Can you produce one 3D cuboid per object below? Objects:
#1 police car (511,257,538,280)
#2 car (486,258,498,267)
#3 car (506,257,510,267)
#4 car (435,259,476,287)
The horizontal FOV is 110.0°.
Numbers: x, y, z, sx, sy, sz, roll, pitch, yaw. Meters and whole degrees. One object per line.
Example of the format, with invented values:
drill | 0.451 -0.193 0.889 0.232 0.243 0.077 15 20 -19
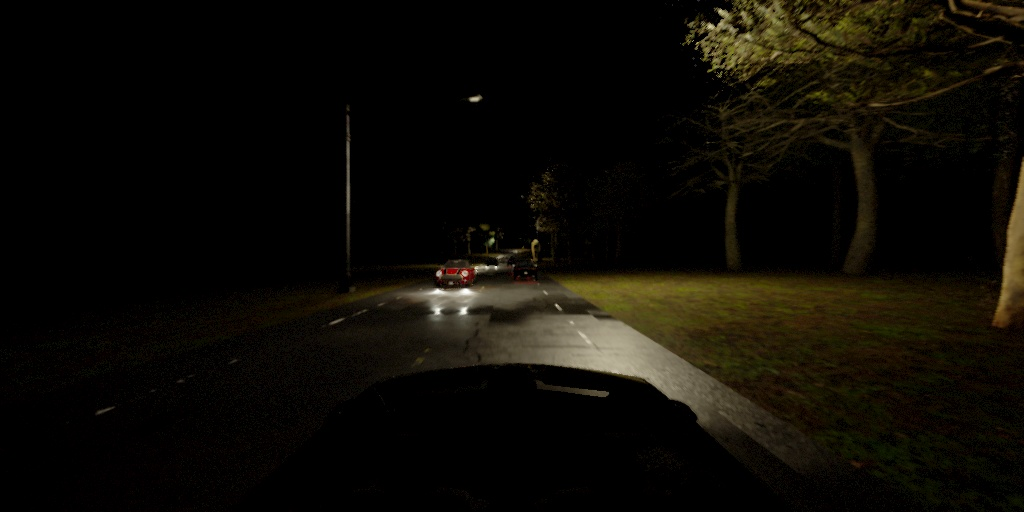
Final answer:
police car | 1.064 1.070 29.740 1.930 1.638 5.238 0 0 0
car | -3.478 1.104 63.761 1.882 1.535 5.008 0 0 0
car | 0.032 1.107 64.586 1.837 1.490 4.892 0 -1 0
car | -3.572 1.014 23.285 2.097 1.767 4.553 0 0 0
